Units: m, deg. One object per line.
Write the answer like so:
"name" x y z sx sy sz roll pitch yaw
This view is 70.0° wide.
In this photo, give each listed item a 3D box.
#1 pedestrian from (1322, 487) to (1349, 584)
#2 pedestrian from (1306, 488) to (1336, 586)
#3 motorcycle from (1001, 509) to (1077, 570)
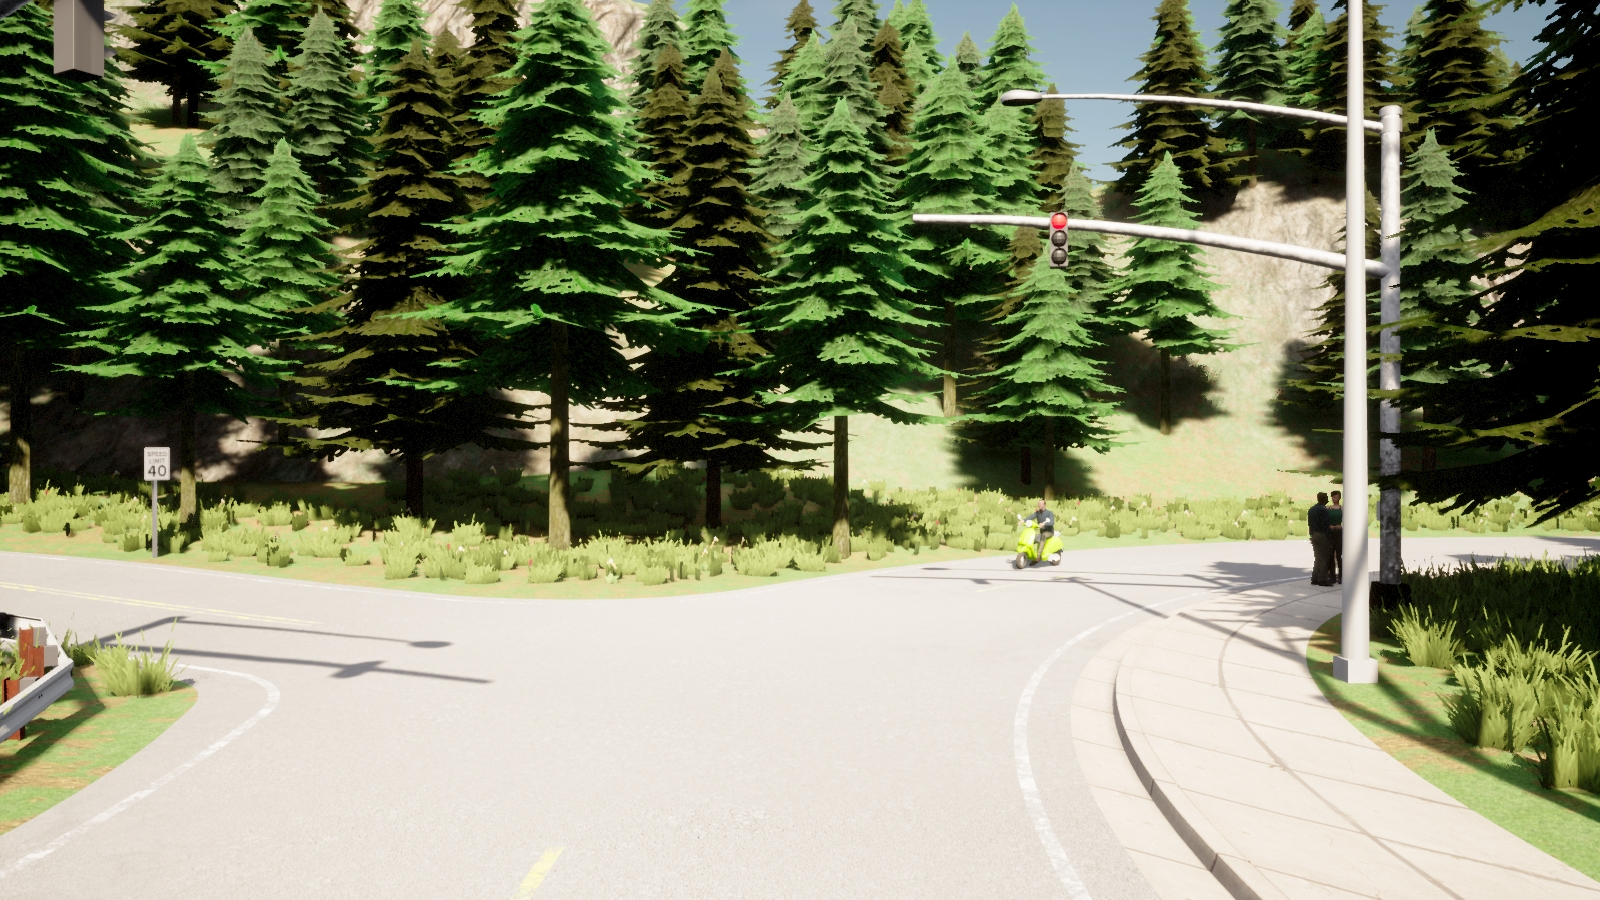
"pedestrian" 10.503 1.668 22.404 0.375 1.860 0.375 0 0 45
"pedestrian" 10.020 1.668 21.979 0.375 1.860 0.375 0 0 -6
"motorcycle" 5.702 2.113 27.217 1.805 1.316 0.856 0 0 -41
